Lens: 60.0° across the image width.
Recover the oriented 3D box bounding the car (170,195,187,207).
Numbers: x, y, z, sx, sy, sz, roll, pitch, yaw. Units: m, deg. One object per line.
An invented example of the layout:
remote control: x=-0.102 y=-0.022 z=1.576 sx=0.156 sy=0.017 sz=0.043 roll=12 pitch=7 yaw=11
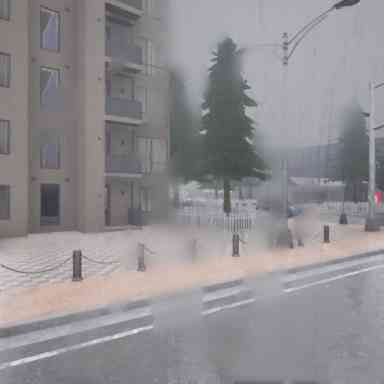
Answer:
car: x=-3.260 y=1.563 z=50.377 sx=2.033 sy=1.411 sz=5.357 roll=0 pitch=0 yaw=-37

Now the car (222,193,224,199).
car: x=7.474 y=1.092 z=94.722 sx=1.905 sy=1.878 sz=3.866 roll=0 pitch=0 yaw=-37

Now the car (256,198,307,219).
car: x=7.862 y=1.367 z=29.589 sx=2.097 sy=1.767 sz=4.553 roll=0 pitch=0 yaw=-37

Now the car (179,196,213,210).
car: x=0.069 y=1.577 z=39.901 sx=1.994 sy=1.385 sz=4.181 roll=0 pitch=0 yaw=-37

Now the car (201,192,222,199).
car: x=5.388 y=1.113 z=92.658 sx=1.932 sy=1.855 sz=4.605 roll=0 pitch=0 yaw=-37
